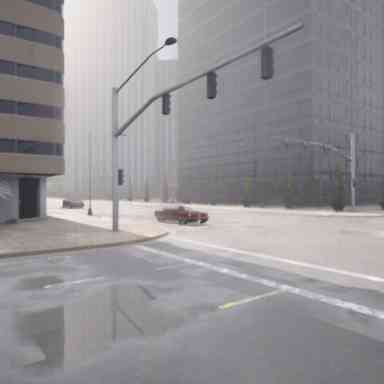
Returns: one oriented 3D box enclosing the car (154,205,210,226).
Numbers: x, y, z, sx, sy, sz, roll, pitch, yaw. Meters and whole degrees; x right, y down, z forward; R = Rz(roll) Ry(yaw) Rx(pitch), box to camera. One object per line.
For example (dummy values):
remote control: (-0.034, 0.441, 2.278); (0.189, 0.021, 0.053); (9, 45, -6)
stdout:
car: (-0.823, 1.619, 24.044); (1.895, 1.301, 4.718); (0, 0, -36)

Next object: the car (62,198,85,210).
car: (-15.996, 1.496, 44.746); (1.882, 1.535, 5.008); (0, 0, -36)
